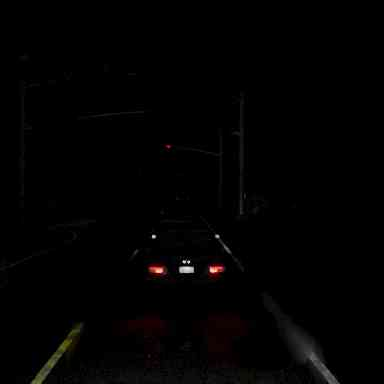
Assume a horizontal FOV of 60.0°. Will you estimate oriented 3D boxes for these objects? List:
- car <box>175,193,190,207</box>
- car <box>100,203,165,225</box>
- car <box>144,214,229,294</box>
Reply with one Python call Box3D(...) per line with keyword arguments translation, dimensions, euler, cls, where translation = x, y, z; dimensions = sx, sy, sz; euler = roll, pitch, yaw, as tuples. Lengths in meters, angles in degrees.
Box3D(translation=(-1.451, 1.221, 51.466), dimensions=(2.150, 2.045, 5.566), euler=(0, 0, -2), cls="car")
Box3D(translation=(-4.244, 1.518, 24.083), dimensions=(4.674, 1.442, 1.812), euler=(0, 1, -27), cls="car")
Box3D(translation=(-0.167, 1.547, 8.918), dimensions=(2.033, 1.411, 5.357), euler=(0, 0, -1), cls="car")
